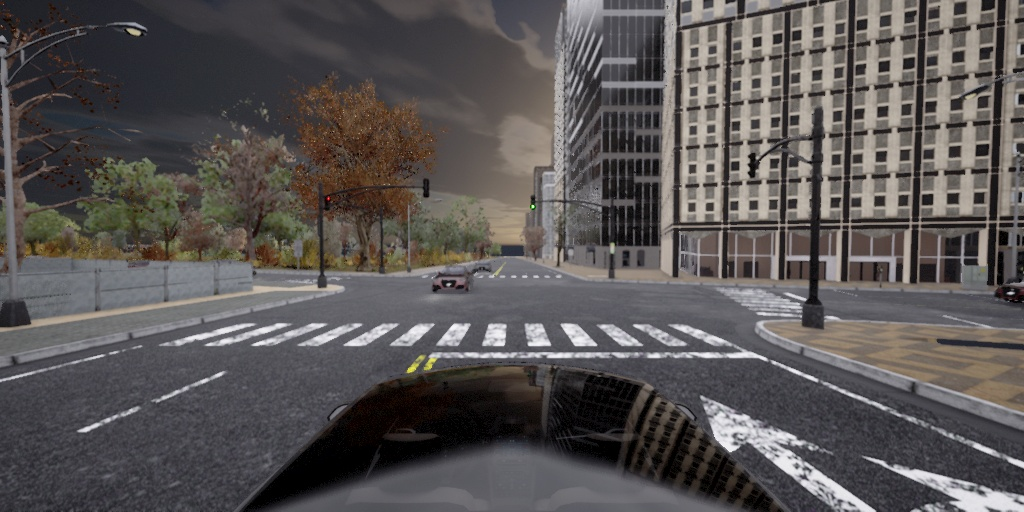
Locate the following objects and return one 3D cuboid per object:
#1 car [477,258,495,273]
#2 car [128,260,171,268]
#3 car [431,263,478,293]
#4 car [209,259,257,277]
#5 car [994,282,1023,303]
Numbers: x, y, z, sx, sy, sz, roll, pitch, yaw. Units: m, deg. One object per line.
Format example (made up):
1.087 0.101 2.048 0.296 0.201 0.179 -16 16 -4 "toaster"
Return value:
-3.334 1.225 41.738 1.994 1.385 4.181 0 0 0 "car"
-33.265 1.041 32.626 4.718 1.301 1.895 1 2 21 "car"
-3.293 1.269 20.627 1.994 1.385 4.181 -1 1 0 "car"
-22.710 1.034 28.657 4.902 1.511 2.128 1 2 21 "car"
23.525 1.458 14.885 4.181 1.385 1.994 1 2 20 "car"
